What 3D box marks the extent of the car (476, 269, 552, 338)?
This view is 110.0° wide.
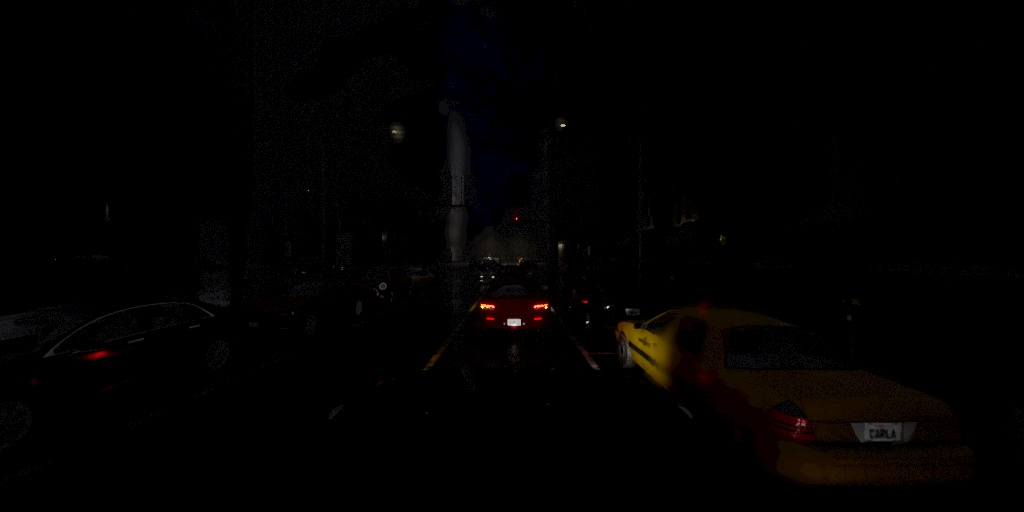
[{"bbox_3d":[0.063,1.276,10.097,1.812,1.442,4.674,0,0,0],"label":"car"}]

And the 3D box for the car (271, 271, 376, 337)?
[{"bbox_3d":[-5.769,1.295,10.254,1.888,1.381,4.507,0,0,0],"label":"car"}]

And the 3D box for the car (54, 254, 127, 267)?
[{"bbox_3d":[-37.929,0.571,32.562,4.674,1.442,1.812,1,0,0],"label":"car"}]

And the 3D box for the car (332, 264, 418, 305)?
[{"bbox_3d":[-5.774,1.190,15.711,1.967,1.591,4.097,0,0,0],"label":"car"}]

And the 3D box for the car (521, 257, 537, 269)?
[{"bbox_3d":[2.719,1.201,53.145,1.967,1.591,4.097,0,0,0],"label":"car"}]

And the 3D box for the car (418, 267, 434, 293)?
[{"bbox_3d":[-5.778,1.276,20.997,1.751,1.417,4.829,0,0,0],"label":"car"}]

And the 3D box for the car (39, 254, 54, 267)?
[{"bbox_3d":[-48.218,0.416,35.684,4.181,1.385,1.994,1,0,0],"label":"car"}]

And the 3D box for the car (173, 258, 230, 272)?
[{"bbox_3d":[-27.701,0.840,32.590,4.718,1.301,1.895,1,0,0],"label":"car"}]

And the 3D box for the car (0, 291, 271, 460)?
[{"bbox_3d":[-5.764,1.300,4.797,2.007,1.370,4.403,0,0,0],"label":"car"}]

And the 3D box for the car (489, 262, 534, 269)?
[{"bbox_3d":[0.004,1.256,18.964,1.837,1.490,4.892,0,0,0],"label":"car"}]

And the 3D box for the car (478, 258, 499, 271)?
[{"bbox_3d":[-3.138,1.285,47.985,1.812,1.442,4.674,0,0,0],"label":"car"}]

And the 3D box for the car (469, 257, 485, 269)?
[{"bbox_3d":[-5.811,1.078,58.575,2.192,1.841,5.009,0,0,0],"label":"car"}]

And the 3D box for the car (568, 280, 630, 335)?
[{"bbox_3d":[2.756,1.316,10.263,1.948,1.339,4.313,0,0,0],"label":"car"}]

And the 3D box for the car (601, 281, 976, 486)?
[{"bbox_3d":[2.761,1.275,4.976,1.751,1.417,4.829,0,0,0],"label":"car"}]

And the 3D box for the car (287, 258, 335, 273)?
[{"bbox_3d":[-17.905,0.921,32.615,4.902,1.511,2.128,1,0,0],"label":"car"}]

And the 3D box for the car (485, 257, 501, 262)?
[{"bbox_3d":[-3.133,1.327,57.953,1.994,1.385,4.181,0,0,0],"label":"car"}]
